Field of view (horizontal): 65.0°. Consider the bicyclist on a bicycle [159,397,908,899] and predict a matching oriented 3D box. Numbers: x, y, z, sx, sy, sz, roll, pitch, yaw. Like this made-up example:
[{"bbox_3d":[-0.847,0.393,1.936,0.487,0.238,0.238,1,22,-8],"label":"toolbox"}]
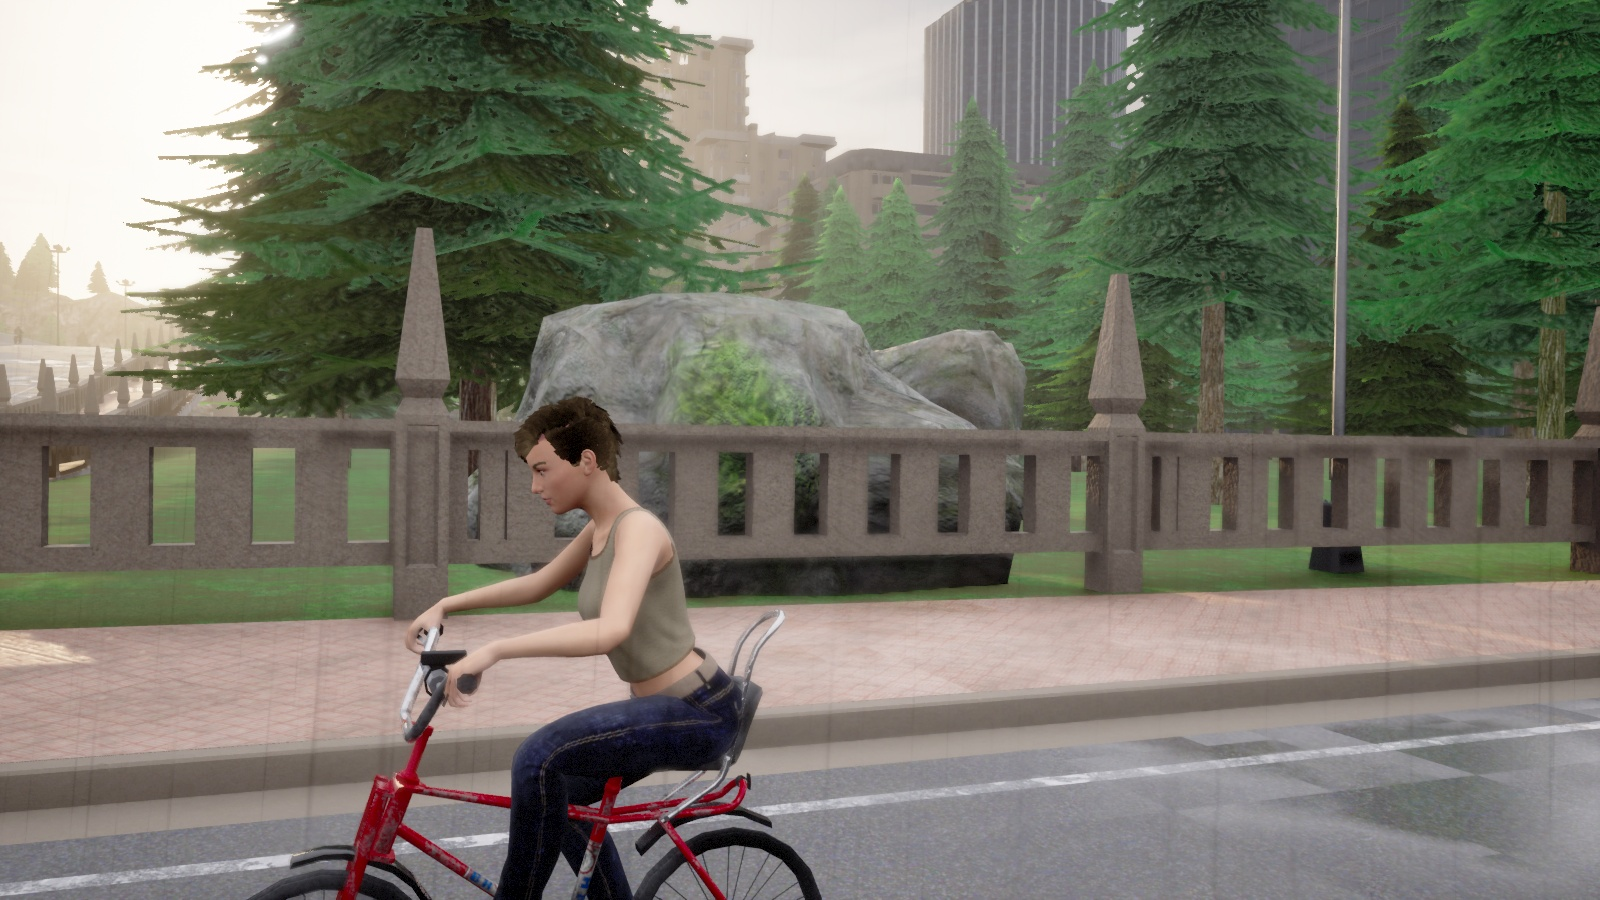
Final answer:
[{"bbox_3d":[-0.616,0.692,2.999,1.509,1.612,0.866,-1,1,-20],"label":"bicyclist on a bicycle"}]
